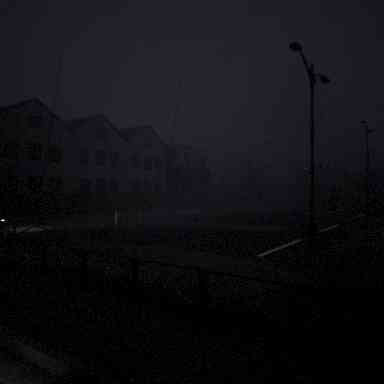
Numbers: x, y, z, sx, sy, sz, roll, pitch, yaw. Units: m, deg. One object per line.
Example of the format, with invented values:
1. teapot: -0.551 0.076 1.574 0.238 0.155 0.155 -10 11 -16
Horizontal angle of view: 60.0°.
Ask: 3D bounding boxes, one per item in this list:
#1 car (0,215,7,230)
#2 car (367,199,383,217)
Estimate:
1. car: -11.308 1.309 15.410 1.837 1.490 4.892 2 1 38
2. car: 15.411 1.298 26.818 2.007 1.523 4.514 0 0 35
